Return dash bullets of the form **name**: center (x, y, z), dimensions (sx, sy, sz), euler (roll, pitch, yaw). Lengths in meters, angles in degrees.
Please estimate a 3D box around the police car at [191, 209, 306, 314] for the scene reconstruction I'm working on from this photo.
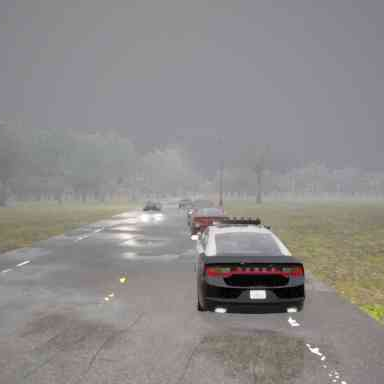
- **police car**: center (1.024, 1.424, 7.865), dimensions (1.930, 1.638, 5.238), euler (0, 0, -1)

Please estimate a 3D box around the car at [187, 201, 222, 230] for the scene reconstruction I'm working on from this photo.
- **car**: center (0.869, 1.477, 17.792), dimensions (1.882, 1.535, 5.008), euler (0, 0, -1)

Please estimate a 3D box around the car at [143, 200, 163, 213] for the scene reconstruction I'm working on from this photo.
- **car**: center (-4.309, 1.607, 36.679), dimensions (1.895, 1.301, 4.718), euler (0, 0, -2)

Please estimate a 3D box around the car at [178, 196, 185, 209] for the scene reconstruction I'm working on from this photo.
- **car**: center (-0.906, 1.504, 46.252), dimensions (2.128, 1.511, 4.902), euler (0, 0, -1)

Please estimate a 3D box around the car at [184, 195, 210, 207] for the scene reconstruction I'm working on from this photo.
- **car**: center (0.712, 1.350, 23.779), dimensions (2.097, 1.767, 4.553), euler (0, 0, -2)
